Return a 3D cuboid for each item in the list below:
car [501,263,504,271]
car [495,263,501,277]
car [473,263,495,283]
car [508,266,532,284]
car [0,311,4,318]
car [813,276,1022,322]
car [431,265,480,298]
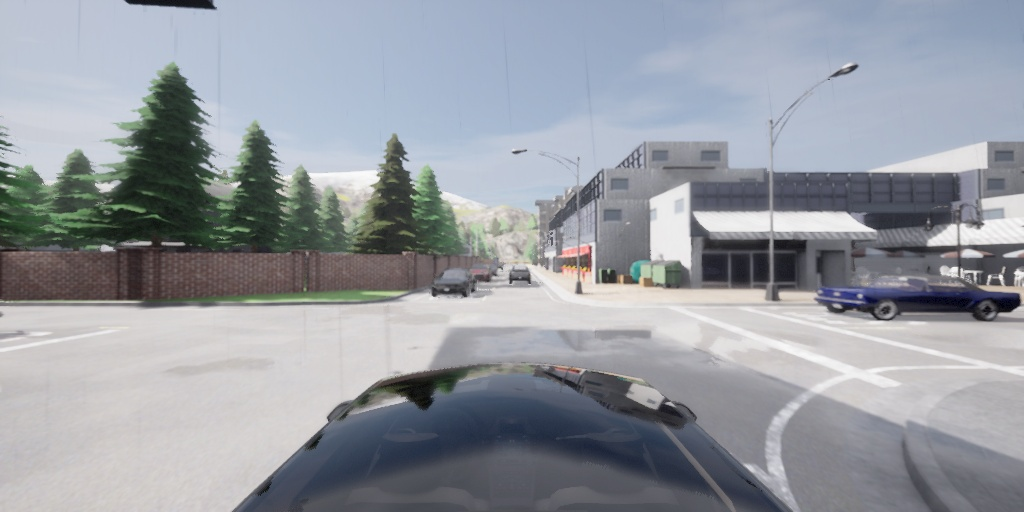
[{"bbox_3d":[-2.326,1.760,58.930,1.895,1.301,4.718,0,-1,1],"label":"car"},{"bbox_3d":[-2.731,1.766,43.600,1.837,1.490,4.892,0,-1,1],"label":"car"},{"bbox_3d":[-2.968,1.480,32.763,2.097,1.767,4.553,0,-1,1],"label":"car"},{"bbox_3d":[0.706,1.607,31.701,2.128,1.511,4.902,0,-1,1],"label":"car"},{"bbox_3d":[-14.537,1.249,7.796,4.718,1.301,1.895,0,-1,-1],"label":"car"},{"bbox_3d":[12.582,1.293,11.408,4.718,1.301,1.895,0,-1,1],"label":"car"},{"bbox_3d":[-3.231,1.457,20.566,1.882,1.535,5.008,0,-1,1],"label":"car"}]
